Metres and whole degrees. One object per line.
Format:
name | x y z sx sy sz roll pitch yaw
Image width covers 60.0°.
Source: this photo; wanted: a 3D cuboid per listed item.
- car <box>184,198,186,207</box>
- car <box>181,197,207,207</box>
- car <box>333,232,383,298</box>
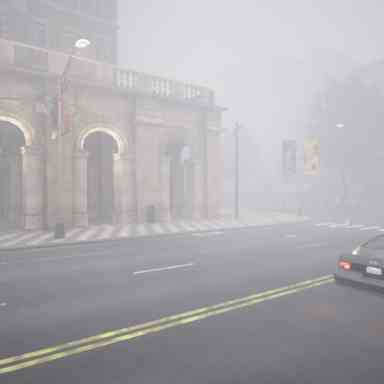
car | -0.743 1.588 49.033 1.895 1.301 4.718 0 0 -36
car | 0.271 1.571 53.204 1.812 1.442 4.674 0 1 -36
car | 5.502 1.545 7.796 5.357 1.411 2.033 0 0 -36
